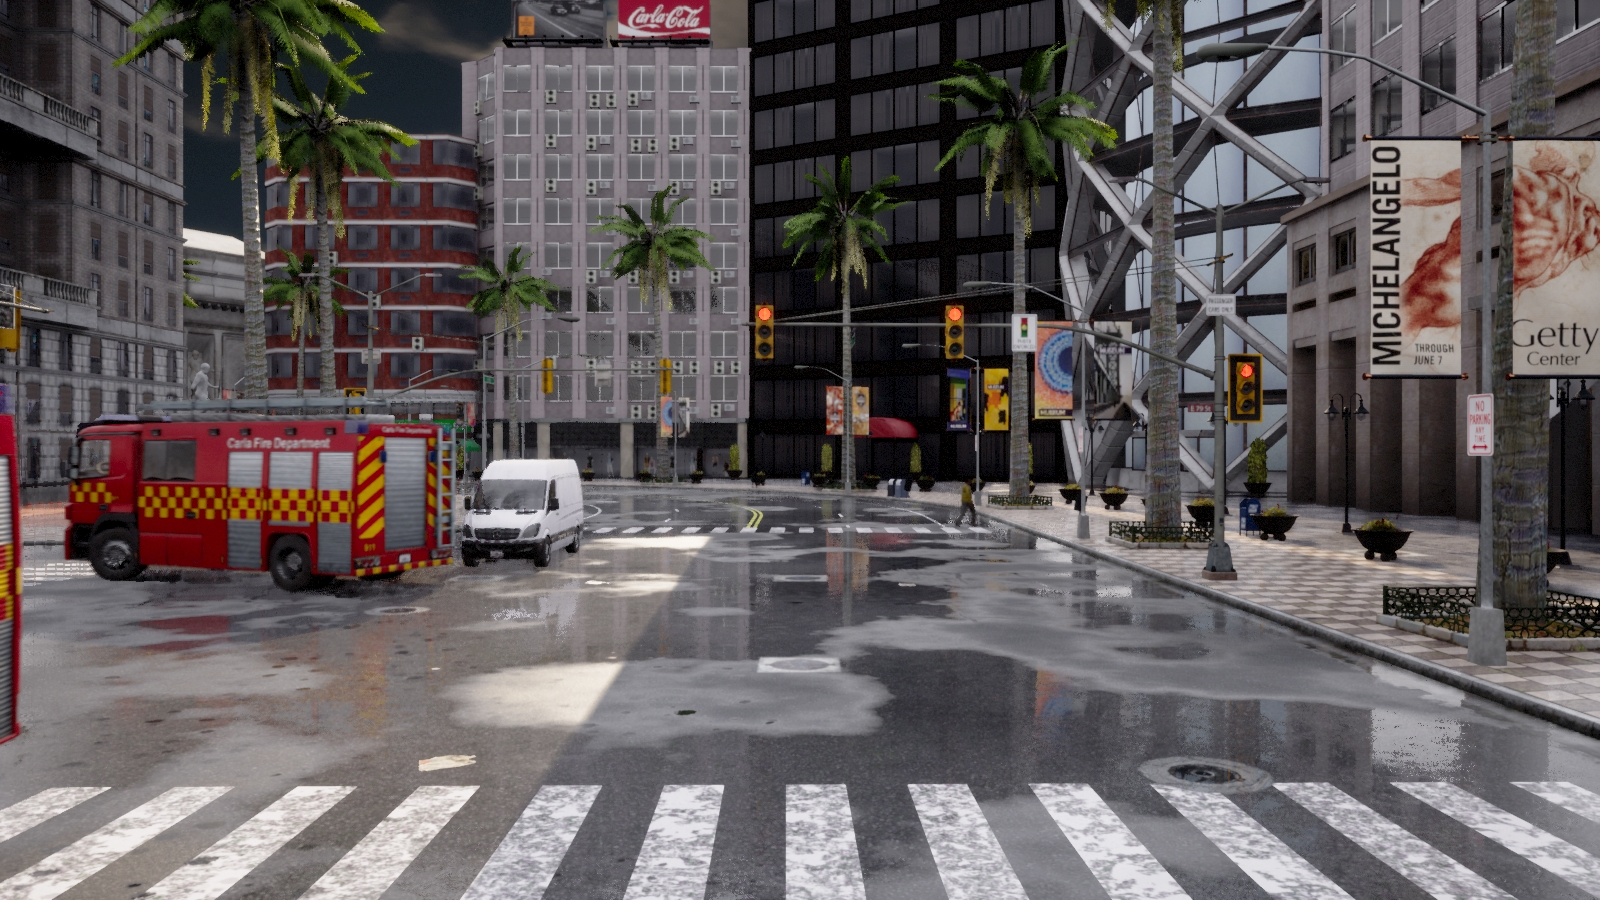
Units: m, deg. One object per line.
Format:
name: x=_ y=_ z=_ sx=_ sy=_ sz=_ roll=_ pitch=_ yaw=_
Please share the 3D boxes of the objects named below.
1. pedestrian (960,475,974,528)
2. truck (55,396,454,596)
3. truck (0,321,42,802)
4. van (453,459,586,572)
pedestrian: x=5.933 y=1.834 z=40.643 sx=0.375 sy=1.860 sz=0.375 roll=0 pitch=0 yaw=-14
truck: x=-11.915 y=0.881 z=24.847 sx=8.468 sy=3.827 sz=2.891 roll=0 pitch=0 yaw=23
truck: x=-7.134 y=0.888 z=5.359 sx=2.891 sy=3.827 sz=8.468 roll=0 pitch=0 yaw=-11
van: x=-7.022 y=1.524 z=29.304 sx=1.988 sy=2.561 sz=5.915 roll=0 pitch=0 yaw=0
